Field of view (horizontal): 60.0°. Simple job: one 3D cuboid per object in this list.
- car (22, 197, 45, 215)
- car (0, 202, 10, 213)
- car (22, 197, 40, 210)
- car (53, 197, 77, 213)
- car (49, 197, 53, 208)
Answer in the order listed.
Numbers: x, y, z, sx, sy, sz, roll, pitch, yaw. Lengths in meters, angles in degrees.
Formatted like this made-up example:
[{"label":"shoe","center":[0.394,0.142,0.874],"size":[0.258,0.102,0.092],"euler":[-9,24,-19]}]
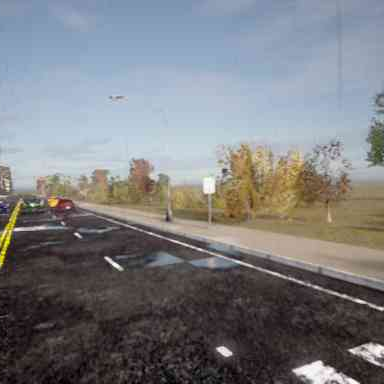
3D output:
[{"label":"car","center":[-16.861,1.365,35.285],"size":[2.097,1.767,4.553],"euler":[-2,1,-26]},{"label":"car","center":[-21.999,1.789,38.159],"size":[1.895,1.301,4.718],"euler":[-2,1,-27]},{"label":"car","center":[-21.791,1.518,44.965],"size":[2.128,1.511,4.902],"euler":[-2,1,-26]},{"label":"car","center":[-13.842,1.435,36.518],"size":[1.812,1.442,4.674],"euler":[-2,1,-26]},{"label":"car","center":[-18.836,1.400,46.316],"size":[1.882,1.535,5.008],"euler":[-2,1,-26]}]
